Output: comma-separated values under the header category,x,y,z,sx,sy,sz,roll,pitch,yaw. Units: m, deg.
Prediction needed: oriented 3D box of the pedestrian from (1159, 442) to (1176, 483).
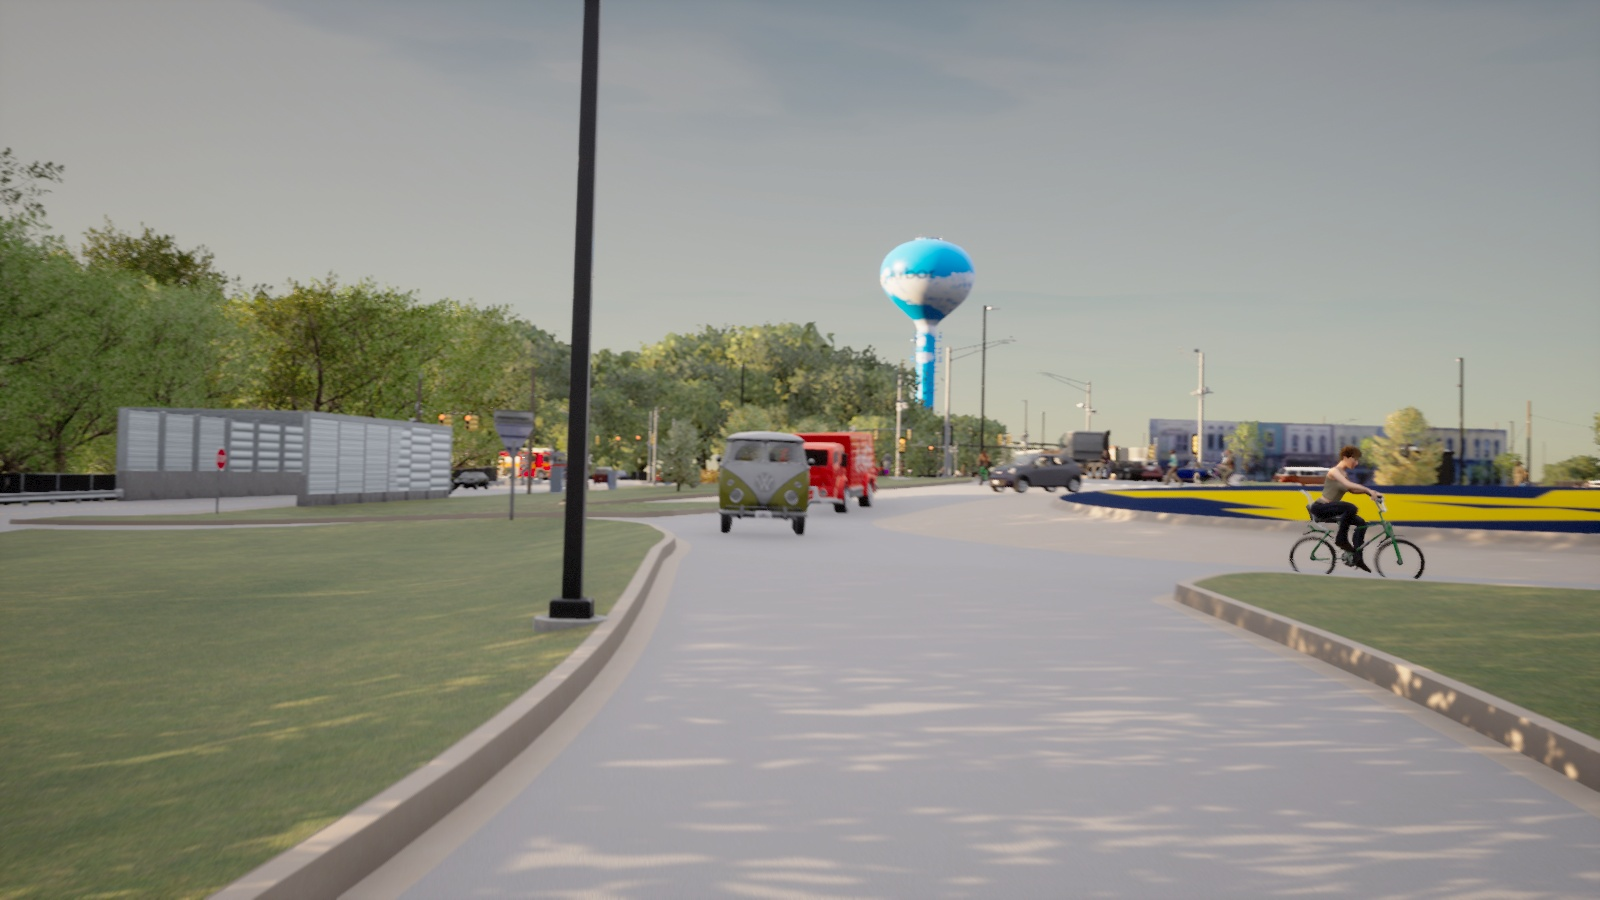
category,x,y,z,sx,sy,sz,roll,pitch,yaw
pedestrian,17.505,0.611,59.774,0.692,1.930,0.396,0,-3,25

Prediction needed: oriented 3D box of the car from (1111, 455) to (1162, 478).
category,x,y,z,sx,sy,sz,roll,pitch,yaw
car,22.419,1.114,83.820,1.970,1.475,3.806,1,-2,-8

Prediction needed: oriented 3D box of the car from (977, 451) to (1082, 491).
category,x,y,z,sx,sy,sz,roll,pitch,yaw
car,8.915,0.819,48.741,3.633,1.501,1.845,0,-2,-27

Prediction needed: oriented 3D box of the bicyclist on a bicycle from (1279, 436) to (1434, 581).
category,x,y,z,sx,sy,sz,roll,pitch,yaw
bicyclist on a bicycle,6.538,0.680,14.769,1.509,1.612,0.866,-1,-4,36

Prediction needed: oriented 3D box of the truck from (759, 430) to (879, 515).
category,x,y,z,sx,sy,sz,roll,pitch,yaw
truck,0.717,0.642,40.503,2.627,2.467,5.204,0,2,15

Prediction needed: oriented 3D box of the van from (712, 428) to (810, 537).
category,x,y,z,sx,sy,sz,roll,pitch,yaw
van,-0.810,0.649,25.614,1.775,1.987,4.442,1,-1,-2

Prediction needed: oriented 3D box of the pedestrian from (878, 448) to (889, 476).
category,x,y,z,sx,sy,sz,roll,pitch,yaw
pedestrian,6.076,0.868,91.357,0.659,1.952,0.873,1,-2,-3

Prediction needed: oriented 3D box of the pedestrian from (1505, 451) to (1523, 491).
category,x,y,z,sx,sy,sz,roll,pitch,yaw
pedestrian,35.358,1.050,62.201,0.692,1.930,0.396,2,-2,-11

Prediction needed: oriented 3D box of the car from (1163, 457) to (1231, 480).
category,x,y,z,sx,sy,sz,roll,pitch,yaw
car,23.762,1.094,75.400,1.895,1.301,4.718,2,-1,-10

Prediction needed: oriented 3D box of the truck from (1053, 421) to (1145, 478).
category,x,y,z,sx,sy,sz,roll,pitch,yaw
truck,19.481,0.063,82.333,2.891,3.462,7.936,1,-2,-10

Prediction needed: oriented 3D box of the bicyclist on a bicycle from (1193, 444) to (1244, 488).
category,x,y,z,sx,sy,sz,roll,pitch,yaw
bicyclist on a bicycle,17.035,0.667,51.170,1.843,1.776,0.659,0,-2,-1
